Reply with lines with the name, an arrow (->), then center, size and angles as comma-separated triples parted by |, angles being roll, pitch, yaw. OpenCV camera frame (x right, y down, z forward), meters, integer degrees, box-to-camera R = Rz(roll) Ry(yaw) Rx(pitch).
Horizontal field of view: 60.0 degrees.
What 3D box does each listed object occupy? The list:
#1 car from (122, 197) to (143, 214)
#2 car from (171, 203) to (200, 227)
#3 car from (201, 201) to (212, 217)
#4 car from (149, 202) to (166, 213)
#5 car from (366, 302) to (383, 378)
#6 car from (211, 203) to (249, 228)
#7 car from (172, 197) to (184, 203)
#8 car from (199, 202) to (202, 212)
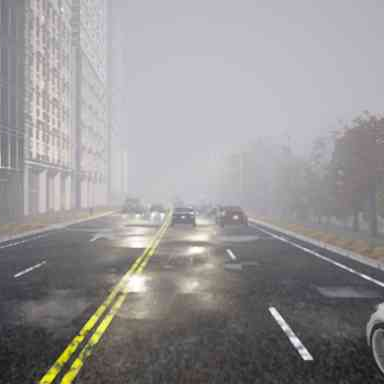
car -> -7.705, 1.694, 43.290 | 2.150, 2.045, 5.566 | 0, -1, -3
car -> -0.615, 1.829, 25.505 | 2.033, 1.411, 5.357 | 0, -1, 0
car -> 2.502, 1.936, 35.679 | 2.033, 1.411, 5.357 | 0, -1, -2
car -> -4.437, 2.031, 42.881 | 1.994, 1.385, 4.181 | 0, -1, -3
car -> 3.244, 1.555, 2.521 | 1.812, 1.442, 4.674 | 0, -1, 0
car -> 2.878, 1.775, 24.659 | 2.163, 1.488, 4.792 | 0, -1, -2
car -> -2.607, 2.294, 69.048 | 1.994, 1.385, 4.181 | 0, -1, -4
car -> 1.998, 1.997, 46.724 | 2.128, 1.511, 4.902 | 0, -1, -3
